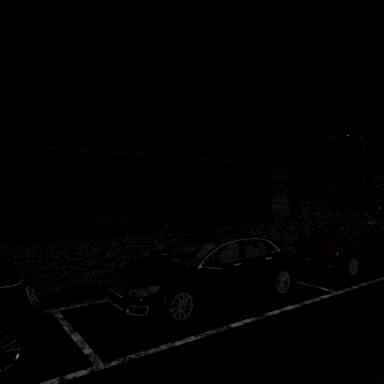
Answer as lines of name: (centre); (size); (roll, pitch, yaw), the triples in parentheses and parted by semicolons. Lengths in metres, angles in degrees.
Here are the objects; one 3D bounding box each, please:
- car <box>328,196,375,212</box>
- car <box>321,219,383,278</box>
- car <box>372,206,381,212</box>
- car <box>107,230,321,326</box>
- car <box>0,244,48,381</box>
car: (16.041, 1.171, 33.028); (2.128, 1.511, 4.902); (0, 1, -36)
car: (4.889, 1.545, 10.139); (4.507, 1.381, 1.887); (0, 0, -36)
car: (9.331, 1.441, 13.309); (4.097, 1.590, 1.967); (0, 0, -36)
car: (0.447, 1.551, 6.970); (4.403, 1.369, 2.008); (0, 0, -36)
car: (-3.995, 1.440, 3.800); (4.097, 1.590, 1.967); (0, 0, -36)
